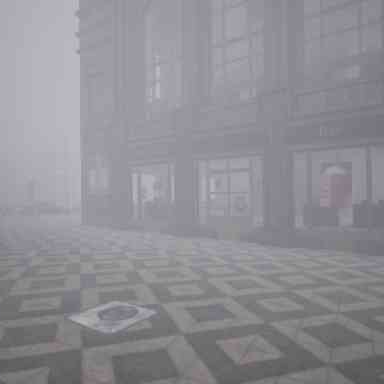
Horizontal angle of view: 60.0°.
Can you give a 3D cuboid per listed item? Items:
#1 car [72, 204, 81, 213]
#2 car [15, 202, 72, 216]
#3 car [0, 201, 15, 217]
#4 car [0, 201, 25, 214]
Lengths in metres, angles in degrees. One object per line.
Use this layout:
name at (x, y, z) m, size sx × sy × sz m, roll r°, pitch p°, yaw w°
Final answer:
car at (-10.811, 1.564, 36.571) m, size 1.752 × 1.417 × 4.829 m, roll -1°, pitch -1°, yaw 35°
car at (-14.185, 1.579, 31.807) m, size 1.947 × 1.339 × 4.313 m, roll -1°, pitch -1°, yaw 35°
car at (-17.464, 1.544, 27.181) m, size 2.008 × 1.369 × 4.403 m, roll -1°, pitch -1°, yaw 35°
car at (-21.123, 1.694, 36.759) m, size 2.008 × 1.369 × 4.403 m, roll -1°, pitch -1°, yaw 35°
